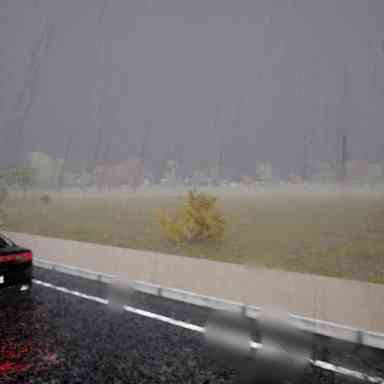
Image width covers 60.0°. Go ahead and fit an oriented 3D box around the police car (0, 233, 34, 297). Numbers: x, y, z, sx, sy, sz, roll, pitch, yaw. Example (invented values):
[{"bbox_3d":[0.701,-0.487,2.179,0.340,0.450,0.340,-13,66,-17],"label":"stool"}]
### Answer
[{"bbox_3d":[-5.706,1.448,7.708,5.238,1.638,1.930,0,0,36],"label":"police car"}]
